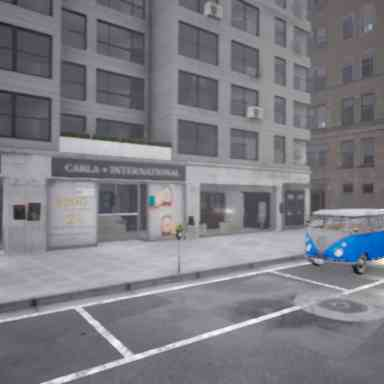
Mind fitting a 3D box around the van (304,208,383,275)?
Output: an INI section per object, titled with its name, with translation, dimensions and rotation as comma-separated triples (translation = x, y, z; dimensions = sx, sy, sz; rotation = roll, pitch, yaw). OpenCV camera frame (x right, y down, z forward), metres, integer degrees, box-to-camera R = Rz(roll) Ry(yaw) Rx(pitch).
[van]
translation = 5.259, 1.428, 10.519
dimensions = 3.998, 1.788, 1.690
rotation = 1, 0, -36
